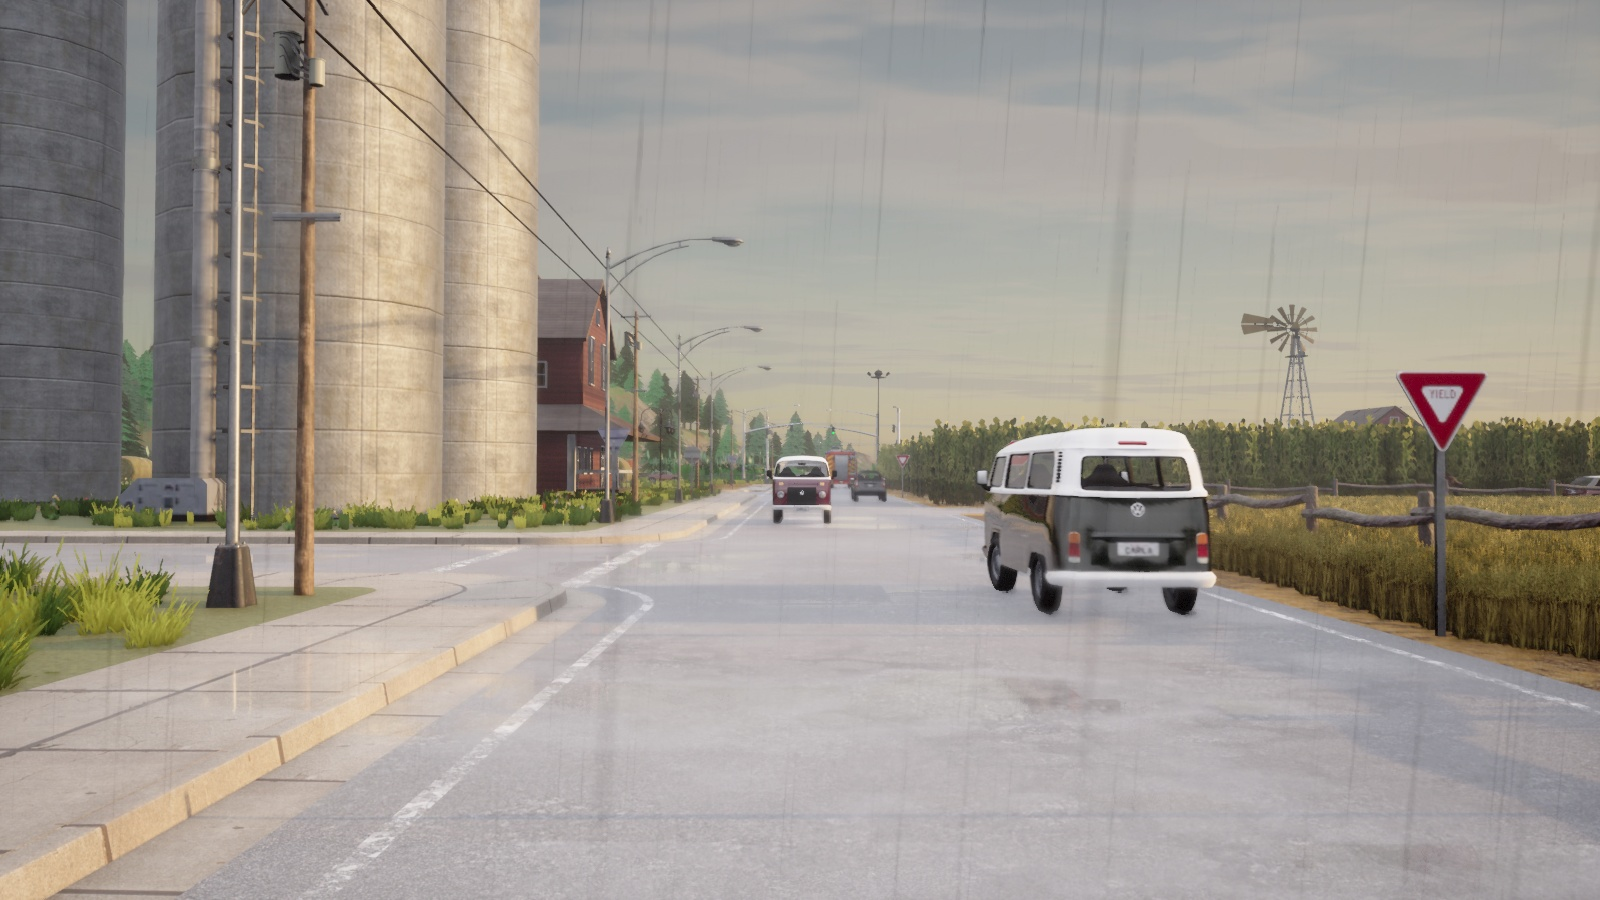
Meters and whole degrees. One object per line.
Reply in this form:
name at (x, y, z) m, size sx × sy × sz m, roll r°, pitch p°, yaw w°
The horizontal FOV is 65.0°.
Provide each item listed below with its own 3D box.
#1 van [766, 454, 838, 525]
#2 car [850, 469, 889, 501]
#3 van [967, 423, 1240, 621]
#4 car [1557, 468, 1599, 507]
van at (0.085, 1.179, 38.120) m, size 2.069 × 2.038 × 4.480 m, roll 0°, pitch -1°, yaw 1°
car at (3.633, 1.811, 66.405) m, size 1.851 × 1.617 × 3.988 m, roll 0°, pitch -1°, yaw 0°
van at (3.431, 0.778, 15.196) m, size 2.069 × 2.038 × 4.480 m, roll 0°, pitch -1°, yaw -2°
car at (32.033, 1.439, 48.973) m, size 3.806 × 1.475 × 1.970 m, roll 0°, pitch -1°, yaw 0°
